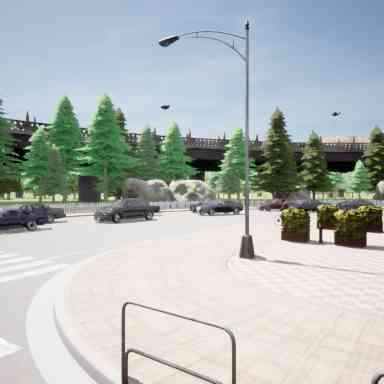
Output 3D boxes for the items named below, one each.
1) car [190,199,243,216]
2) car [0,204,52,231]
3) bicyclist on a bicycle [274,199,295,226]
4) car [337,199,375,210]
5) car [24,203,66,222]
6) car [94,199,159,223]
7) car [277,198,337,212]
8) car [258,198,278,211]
[{"bbox_3d":[2.673,1.436,31.952,4.902,1.511,2.128,0,0,-30],"label":"car"},{"bbox_3d":[-10.533,1.545,18.200,1.895,1.301,4.718,0,0,36],"label":"car"},{"bbox_3d":[5.535,1.245,19.605,0.582,1.620,1.656,0,0,-44],"label":"bicyclist on a bicycle"},{"bbox_3d":[19.734,1.509,40.189,4.181,1.385,1.994,0,0,0],"label":"car"},{"bbox_3d":[-11.410,1.492,22.732,2.033,1.411,5.357,0,0,37],"label":"car"},{"bbox_3d":[-5.075,1.297,25.061,2.097,1.767,4.553,0,0,41],"label":"car"},{"bbox_3d":[12.450,1.492,36.110,5.357,1.411,2.033,0,0,-12],"label":"car"},{"bbox_3d":[9.958,1.470,38.811,4.674,1.442,1.812,0,0,-15],"label":"car"}]
